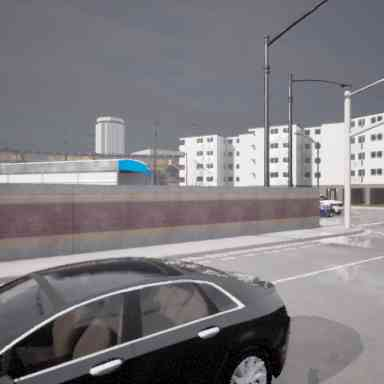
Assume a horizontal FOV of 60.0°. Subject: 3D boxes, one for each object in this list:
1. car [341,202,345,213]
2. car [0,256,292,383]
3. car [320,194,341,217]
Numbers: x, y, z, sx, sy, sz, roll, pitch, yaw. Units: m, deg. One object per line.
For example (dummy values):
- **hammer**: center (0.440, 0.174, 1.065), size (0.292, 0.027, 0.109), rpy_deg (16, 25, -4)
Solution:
- **car**: center (12.620, 1.221, 33.799), size (2.150, 2.045, 5.566), rpy_deg (0, 0, -35)
- **car**: center (-1.096, 1.505, 3.203), size (4.892, 1.490, 1.837), rpy_deg (0, 0, -35)
- **car**: center (10.710, 1.352, 30.364), size (2.097, 1.767, 4.553), rpy_deg (0, 0, -33)
